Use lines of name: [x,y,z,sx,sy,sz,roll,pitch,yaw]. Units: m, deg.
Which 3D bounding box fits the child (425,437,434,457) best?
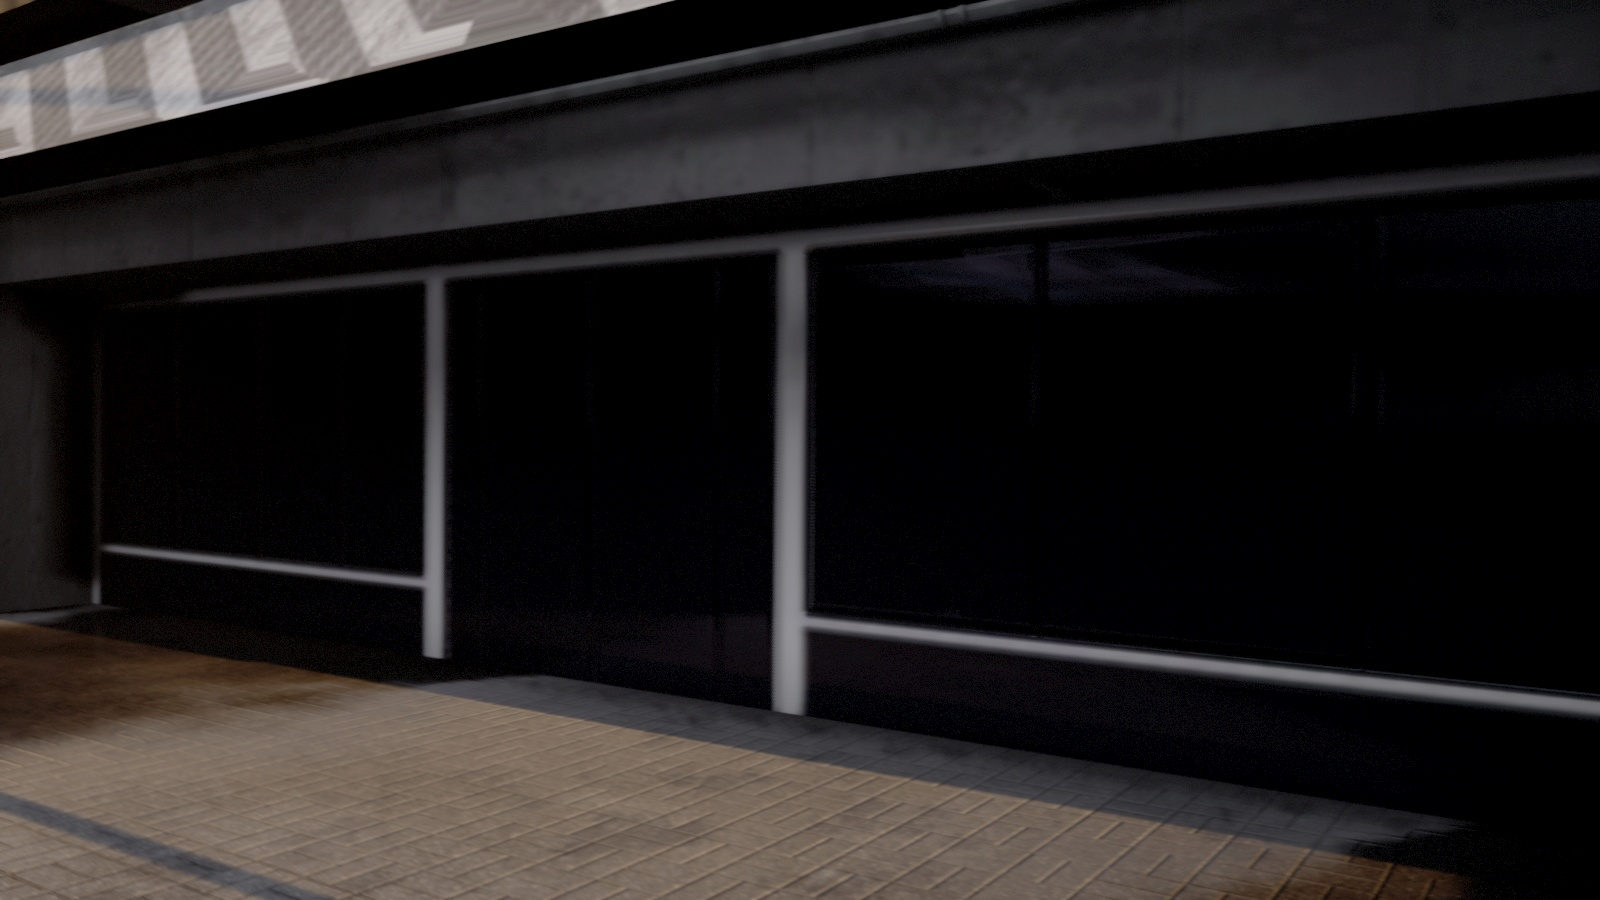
child: [-23.509,-0.162,79.661,0.270,1.263,0.437,0,1,32]
